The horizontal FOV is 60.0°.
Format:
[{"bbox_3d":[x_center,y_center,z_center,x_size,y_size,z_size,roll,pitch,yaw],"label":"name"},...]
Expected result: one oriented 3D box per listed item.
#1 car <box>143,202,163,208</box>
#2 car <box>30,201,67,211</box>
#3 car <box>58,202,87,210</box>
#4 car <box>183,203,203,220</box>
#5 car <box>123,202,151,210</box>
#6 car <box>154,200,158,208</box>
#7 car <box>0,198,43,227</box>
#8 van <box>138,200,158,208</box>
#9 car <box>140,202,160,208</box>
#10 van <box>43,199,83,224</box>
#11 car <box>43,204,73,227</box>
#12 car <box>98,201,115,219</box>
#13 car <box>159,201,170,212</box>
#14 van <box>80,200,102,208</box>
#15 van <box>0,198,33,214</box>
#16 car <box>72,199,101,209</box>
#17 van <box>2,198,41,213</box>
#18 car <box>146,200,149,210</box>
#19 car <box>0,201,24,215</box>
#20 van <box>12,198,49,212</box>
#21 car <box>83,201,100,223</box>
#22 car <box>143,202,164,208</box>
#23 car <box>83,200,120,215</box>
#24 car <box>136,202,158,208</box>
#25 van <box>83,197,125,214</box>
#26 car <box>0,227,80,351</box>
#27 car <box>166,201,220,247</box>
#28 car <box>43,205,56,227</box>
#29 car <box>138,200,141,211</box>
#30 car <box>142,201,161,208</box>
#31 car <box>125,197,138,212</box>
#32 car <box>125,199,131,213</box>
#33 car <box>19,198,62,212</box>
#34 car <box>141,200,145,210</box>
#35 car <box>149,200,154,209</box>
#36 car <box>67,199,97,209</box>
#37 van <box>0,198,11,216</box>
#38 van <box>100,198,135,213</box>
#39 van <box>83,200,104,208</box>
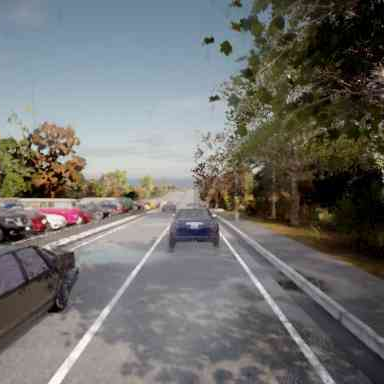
[{"bbox_3d":[-10.270,3.332,87.400,4.892,1.521,2.231,0,-2,0],"label":"car"},{"bbox_3d":[-23.373,2.318,54.235,5.008,1.535,2.097,0,-2,0],"label":"car"},{"bbox_3d":[-23.366,2.653,65.311,5.008,1.535,2.097,0,-2,0],"label":"car"},{"bbox_3d":[0.105,1.866,33.458,1.837,1.490,4.892,0,-1,0],"label":"car"},{"bbox_3d":[-10.287,2.568,62.425,4.892,1.521,2.231,0,-2,0],"label":"car"},{"bbox_3d":[-10.258,2.848,70.749,4.792,1.488,2.163,0,-2,0],"label":"car"},{"bbox_3d":[-10.298,1.320,15.265,5.566,2.045,2.435,0,-1,0],"label":"car"},{"bbox_3d":[-10.398,2.844,79.081,4.442,1.987,1.878,0,-2,0],"label":"van"},{"bbox_3d":[-10.309,3.184,81.849,4.792,1.488,2.163,0,-2,0],"label":"car"},{"bbox_3d":[-10.438,1.463,23.592,4.442,1.987,1.878,0,-1,0],"label":"van"},{"bbox_3d":[-10.325,1.690,20.813,4.674,1.452,2.002,0,-1,0],"label":"car"},{"bbox_3d":[-10.285,1.837,31.915,4.792,1.488,2.163,0,-1,0],"label":"car"},{"bbox_3d":[-3.319,2.253,48.736,1.994,1.385,4.181,0,-2,0],"label":"car"},{"bbox_3d":[-23.246,2.763,76.394,4.442,1.987,1.878,0,-2,0],"label":"van"},{"bbox_3d":[-23.270,1.754,43.034,4.442,1.987,1.878,0,-1,0],"label":"van"},{"bbox_3d":[-23.337,2.654,73.627,5.566,2.045,2.435,0,-2,0],"label":"car"},{"bbox_3d":[-23.501,1.842,45.936,4.442,1.987,1.878,0,-2,0],"label":"van"},{"bbox_3d":[-10.266,2.273,56.879,4.553,1.767,2.185,0,-2,0],"label":"car"},{"bbox_3d":[-23.394,1.927,40.410,5.008,1.535,2.097,0,-1,0],"label":"car"},{"bbox_3d":[-23.500,1.922,48.580,4.442,1.987,1.878,0,-2,0],"label":"van"},{"bbox_3d":[-10.324,1.728,26.365,5.008,1.535,2.097,0,-1,0],"label":"car"},{"bbox_3d":[-10.459,3.423,90.166,5.366,1.575,1.946,0,-2,0],"label":"car"},{"bbox_3d":[-10.316,1.886,34.692,4.674,1.452,2.002,0,-1,0],"label":"car"},{"bbox_3d":[-10.254,3.016,76.299,4.792,1.488,2.163,0,-2,0],"label":"car"},{"bbox_3d":[-10.194,1.660,37.472,4.442,1.987,1.878,0,-1,0],"label":"van"},{"bbox_3d":[-3.349,1.558,5.012,2.033,1.411,5.357,0,0,0],"label":"car"},{"bbox_3d":[0.102,1.449,15.679,2.097,1.767,4.553,0,-1,0],"label":"car"},{"bbox_3d":[-10.354,1.640,18.037,4.792,1.488,2.163,0,-1,0],"label":"car"},{"bbox_3d":[-10.306,2.187,48.549,4.674,1.452,2.002,0,-2,0],"label":"car"},{"bbox_3d":[-10.309,3.115,84.626,4.553,1.767,2.185,0,-2,0],"label":"car"},{"bbox_3d":[-10.335,1.728,43.008,5.566,2.045,2.435,0,-2,0],"label":"car"},{"bbox_3d":[-10.338,1.955,40.250,4.792,1.488,2.163,0,-1,0],"label":"car"},{"bbox_3d":[-23.353,1.980,51.350,5.566,2.045,2.435,0,-2,0],"label":"car"},{"bbox_3d":[-10.296,2.231,51.325,5.008,1.535,2.097,0,-2,0],"label":"car"},{"bbox_3d":[-10.110,2.480,59.650,5.366,1.575,1.946,0,-2,0],"label":"car"},{"bbox_3d":[-23.339,2.570,70.858,5.566,2.045,2.435,0,-2,0],"label":"car"},{"bbox_3d":[-23.274,1.662,37.643,4.442,1.987,1.878,0,-1,0],"label":"van"},{"bbox_3d":[-10.188,1.837,45.782,4.442,1.987,1.878,0,-2,0],"label":"van"},{"bbox_3d":[-23.478,2.847,79.163,4.442,1.987,1.878,0,-2,0],"label":"van"}]
